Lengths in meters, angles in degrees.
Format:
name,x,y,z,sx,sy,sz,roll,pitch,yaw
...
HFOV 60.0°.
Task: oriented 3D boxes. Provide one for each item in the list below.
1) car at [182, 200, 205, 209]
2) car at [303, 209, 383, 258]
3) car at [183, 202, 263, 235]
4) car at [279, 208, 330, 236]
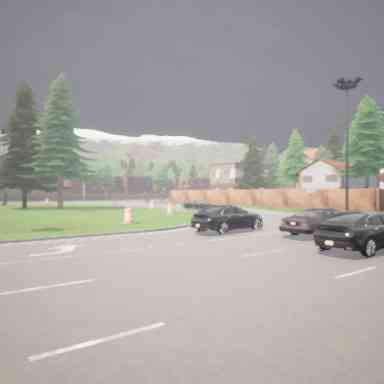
name,x,y,z,sx,sy,sz,roll,pitch,yaw
car,0.449,1.588,40.326,1.895,1.301,4.718,0,0,-25
car,6.672,1.499,12.805,4.892,1.490,1.837,0,0,-36
car,2.076,1.499,18.884,4.892,1.490,1.837,0,0,-43
car,6.820,1.540,17.210,5.357,1.411,2.033,0,0,-36
